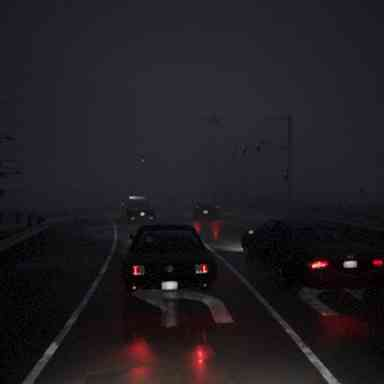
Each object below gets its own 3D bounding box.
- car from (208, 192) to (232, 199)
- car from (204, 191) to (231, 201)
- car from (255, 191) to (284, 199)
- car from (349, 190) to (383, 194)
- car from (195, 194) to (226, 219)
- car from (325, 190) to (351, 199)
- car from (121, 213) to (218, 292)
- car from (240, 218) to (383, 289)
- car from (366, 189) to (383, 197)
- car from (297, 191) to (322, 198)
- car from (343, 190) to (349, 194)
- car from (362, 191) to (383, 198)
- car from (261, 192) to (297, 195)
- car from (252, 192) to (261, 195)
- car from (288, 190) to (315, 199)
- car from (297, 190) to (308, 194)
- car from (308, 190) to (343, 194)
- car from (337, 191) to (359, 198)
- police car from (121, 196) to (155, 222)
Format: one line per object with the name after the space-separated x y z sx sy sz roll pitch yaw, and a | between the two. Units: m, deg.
5.281 0.662 63.726 4.181 1.385 1.994 0 1 -16 | car
4.648 0.818 52.692 4.181 1.385 1.994 0 1 -16 | car
15.492 0.606 66.741 5.357 1.411 2.033 0 1 -16 | car
31.918 0.627 60.692 5.008 1.535 1.882 0 1 -16 | car
1.336 1.170 25.262 1.812 1.442 4.674 -1 1 9 | car
29.548 0.410 67.290 4.553 1.767 2.097 0 1 -16 | car
-0.672 1.477 8.591 1.895 1.301 4.718 0 1 -7 | car
2.802 1.420 8.967 2.033 1.411 5.357 0 1 -6 | car
43.056 0.238 77.637 4.553 1.767 2.097 0 1 -31 | car
24.551 0.524 69.417 4.892 1.490 1.837 0 1 -16 | car
31.976 0.637 64.389 5.357 1.411 2.033 0 1 -19 | car
38.972 0.528 71.170 4.902 1.511 2.128 0 1 -27 | car
14.528 0.721 55.590 4.892 1.490 1.837 0 1 -16 | car
13.599 0.694 58.936 4.674 1.442 1.812 0 1 -16 | car
21.290 0.440 64.801 4.553 1.767 2.097 0 1 -16 | car
22.642 0.681 61.554 5.357 1.411 2.033 0 1 -16 | car
23.260 0.709 58.109 4.674 1.442 1.812 0 1 -16 | car
34.081 0.532 72.730 4.181 1.385 1.994 0 1 -23 | car
-3.797 1.103 22.946 1.930 1.638 5.238 0 1 -17 | police car
